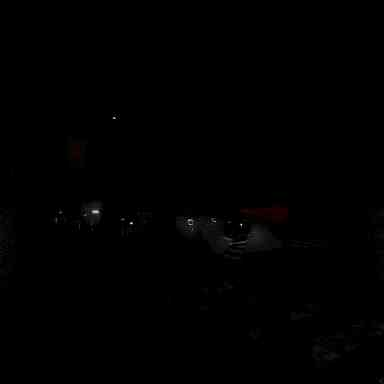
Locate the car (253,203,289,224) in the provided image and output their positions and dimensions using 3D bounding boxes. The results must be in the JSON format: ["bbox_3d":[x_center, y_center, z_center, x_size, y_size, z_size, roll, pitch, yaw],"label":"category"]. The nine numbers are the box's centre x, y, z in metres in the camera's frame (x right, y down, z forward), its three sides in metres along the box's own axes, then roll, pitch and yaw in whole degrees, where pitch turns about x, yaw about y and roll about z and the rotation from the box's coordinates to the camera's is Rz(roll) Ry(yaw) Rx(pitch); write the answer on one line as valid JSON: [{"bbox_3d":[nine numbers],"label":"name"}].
[{"bbox_3d":[5.771,1.675,27.862,2.097,1.767,4.553,0,-1,-36],"label":"car"}]

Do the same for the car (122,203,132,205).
[{"bbox_3d":[-10.379,2.322,50.000,1.882,1.535,5.008,0,-1,-36],"label":"car"}]

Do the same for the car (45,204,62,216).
[{"bbox_3d":[-17.768,2.332,43.309,2.128,1.511,4.902,0,-1,-36],"label":"car"}]

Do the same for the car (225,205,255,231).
[{"bbox_3d":[1.571,1.801,22.235,1.837,1.490,4.892,0,-1,-36],"label":"car"}]

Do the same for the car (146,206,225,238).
[{"bbox_3d":[-0.532,1.637,19.600,2.097,1.767,4.553,0,-1,-36],"label":"car"}]

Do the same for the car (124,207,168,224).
[{"bbox_3d":[-4.257,2.082,30.227,1.895,1.301,4.718,0,-1,-36],"label":"car"}]

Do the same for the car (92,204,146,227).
[{"bbox_3d":[-6.108,2.009,27.255,2.033,1.411,5.357,0,-1,-35],"label":"car"}]

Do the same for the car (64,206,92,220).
[{"bbox_3d":[-11.942,2.214,35.269,1.994,1.385,4.181,0,-1,-36],"label":"car"}]
